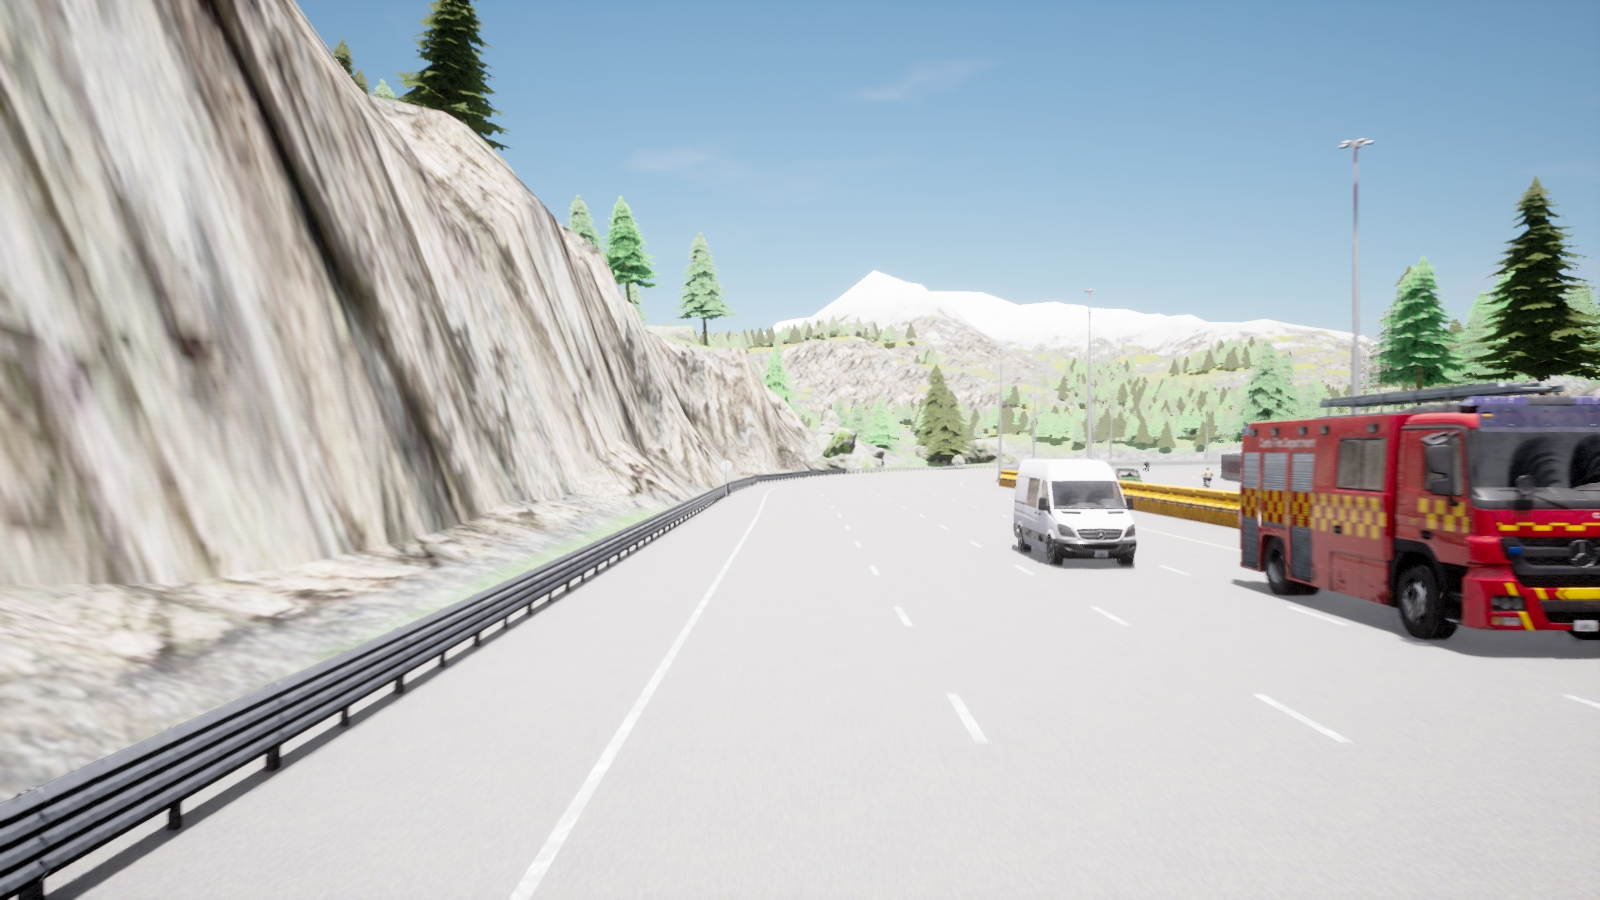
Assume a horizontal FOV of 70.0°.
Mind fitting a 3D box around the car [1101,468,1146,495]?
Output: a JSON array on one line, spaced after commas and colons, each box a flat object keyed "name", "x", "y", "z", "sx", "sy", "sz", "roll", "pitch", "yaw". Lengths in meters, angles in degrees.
[{"name": "car", "x": 20.827, "y": 1.999, "z": 73.703, "sx": 1.851, "sy": 1.617, "sz": 3.988, "roll": 0, "pitch": 0, "yaw": 2}]

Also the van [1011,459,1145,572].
[{"name": "van", "x": 6.981, "y": 1.534, "z": 29.378, "sx": 1.988, "sy": 2.561, "sz": 5.915, "roll": 0, "pitch": 0, "yaw": 0}]

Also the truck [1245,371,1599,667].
[{"name": "truck", "x": 10.493, "y": 0.890, "z": 18.964, "sx": 2.891, "sy": 3.827, "sz": 8.468, "roll": 0, "pitch": 0, "yaw": 0}]
